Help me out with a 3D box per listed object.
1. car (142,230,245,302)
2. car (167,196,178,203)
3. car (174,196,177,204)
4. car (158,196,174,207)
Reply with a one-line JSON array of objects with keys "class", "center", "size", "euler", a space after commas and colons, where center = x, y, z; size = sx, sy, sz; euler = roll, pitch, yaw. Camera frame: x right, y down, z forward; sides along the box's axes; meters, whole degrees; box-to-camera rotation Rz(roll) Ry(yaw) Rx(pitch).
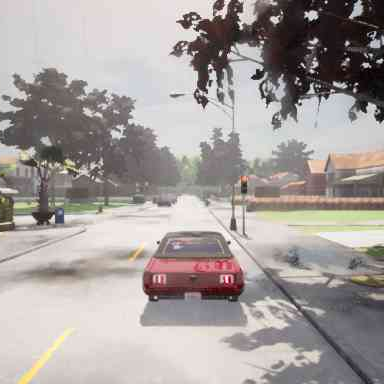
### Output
[{"class": "car", "center": [0.042, 1.601, 8.226], "size": [1.895, 1.301, 4.718], "euler": [0, 0, 1]}, {"class": "car", "center": [-4.080, 1.540, 71.205], "size": [2.033, 1.411, 5.357], "euler": [0, 0, 0]}, {"class": "car", "center": [-4.135, 1.564, 60.844], "size": [1.994, 1.385, 4.181], "euler": [0, 0, 0]}, {"class": "car", "center": [-4.154, 1.601, 50.852], "size": [1.895, 1.301, 4.718], "euler": [0, 0, 0]}]
